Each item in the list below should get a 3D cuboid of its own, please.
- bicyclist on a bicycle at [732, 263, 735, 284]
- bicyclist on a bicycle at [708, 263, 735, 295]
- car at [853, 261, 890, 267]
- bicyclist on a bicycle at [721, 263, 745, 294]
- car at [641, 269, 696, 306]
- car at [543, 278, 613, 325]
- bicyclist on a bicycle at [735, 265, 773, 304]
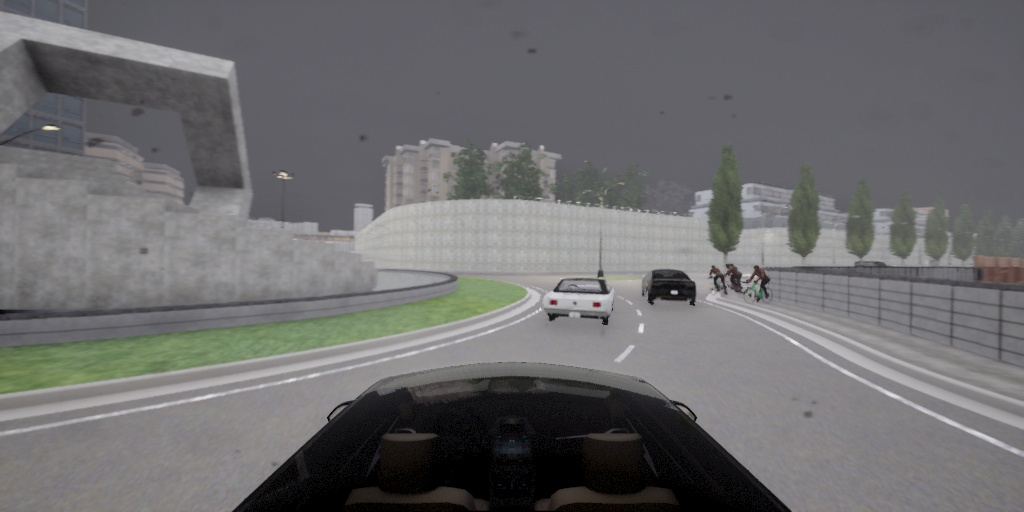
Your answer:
[{"bbox_3d":[11.911,1.235,19.529,1.656,1.620,0.582,1,0,30],"label":"bicyclist on a bicycle"},{"bbox_3d":[10.772,1.278,18.920,0.582,1.620,1.656,-4,-7,3],"label":"bicyclist on a bicycle"},{"bbox_3d":[40.995,1.611,40.777,5.566,2.045,2.150,1,0,-27],"label":"car"},{"bbox_3d":[12.425,1.243,20.204,0.582,1.620,1.656,1,0,9],"label":"bicyclist on a bicycle"},{"bbox_3d":[7.250,1.337,16.930,1.882,1.535,5.008,1,0,15],"label":"car"},{"bbox_3d":[2.454,1.386,12.225,1.895,1.301,4.718,1,0,18],"label":"car"},{"bbox_3d":[10.470,1.213,15.207,1.656,1.620,0.582,1,0,-17],"label":"bicyclist on a bicycle"}]
